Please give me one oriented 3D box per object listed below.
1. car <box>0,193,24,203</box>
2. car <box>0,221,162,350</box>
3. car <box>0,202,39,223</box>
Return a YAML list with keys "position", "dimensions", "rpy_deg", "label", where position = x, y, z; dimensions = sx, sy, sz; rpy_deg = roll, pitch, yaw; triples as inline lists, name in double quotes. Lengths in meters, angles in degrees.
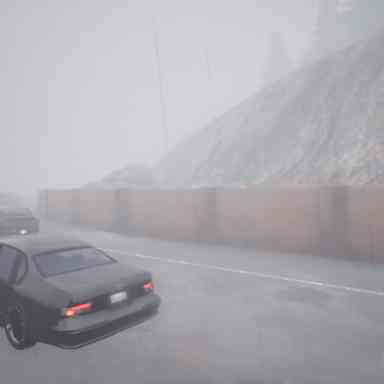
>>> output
- position: [-24.534, 1.131, 44.797]
  dimensions: [2.150, 2.045, 5.566]
  rpy_deg: [-1, 0, -11]
  label: "car"
- position: [-3.028, 1.536, 6.237]
  dimensions: [5.357, 1.411, 2.033]
  rpy_deg: [0, 0, 37]
  label: "car"
- position: [-9.084, 1.473, 16.309]
  dimensions: [1.837, 1.490, 4.892]
  rpy_deg: [-1, 1, -44]
  label: "car"
